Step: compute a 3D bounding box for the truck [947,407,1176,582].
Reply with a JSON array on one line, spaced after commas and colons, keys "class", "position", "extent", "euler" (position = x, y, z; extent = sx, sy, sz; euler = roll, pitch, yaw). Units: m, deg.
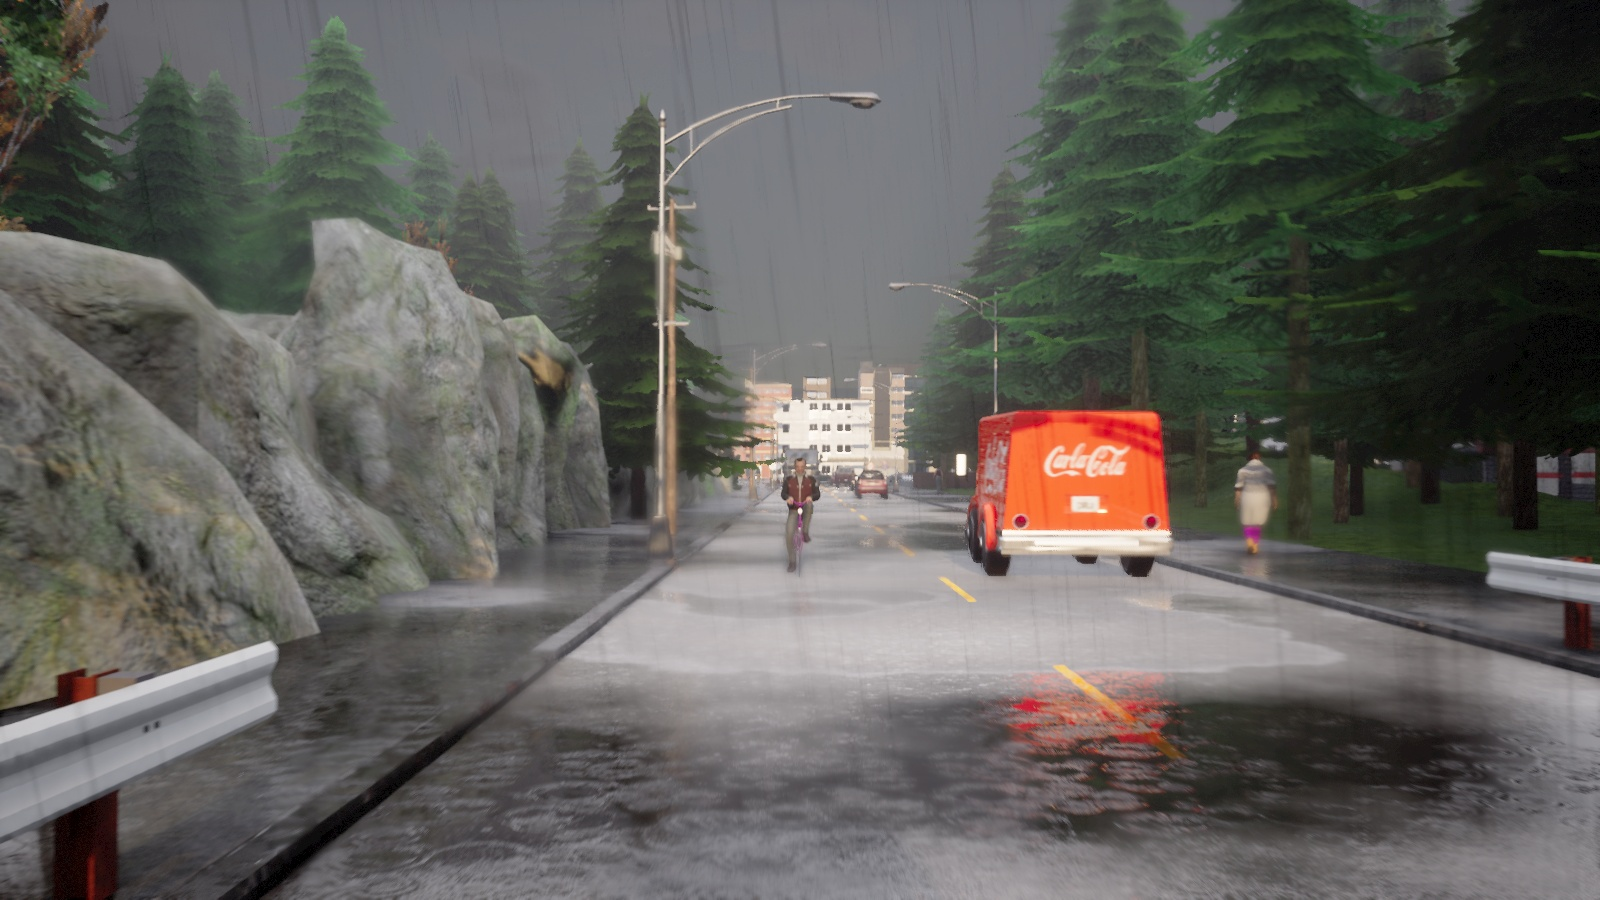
[{"class": "truck", "position": [4.008, 0.658, 20.398], "extent": [2.627, 2.467, 5.204], "euler": [0, -1, 0]}]

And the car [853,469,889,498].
[{"class": "car", "position": [4.097, 1.915, 72.527], "extent": [1.851, 1.617, 3.988], "euler": [0, -1, 0]}]

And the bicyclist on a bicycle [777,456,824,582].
[{"class": "bicyclist on a bicycle", "position": [0.006, 0.998, 18.645], "extent": [0.659, 1.776, 1.843], "euler": [0, -1, 0]}]

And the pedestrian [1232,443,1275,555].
[{"class": "pedestrian", "position": [8.095, 0.869, 22.450], "extent": [0.659, 1.952, 0.873], "euler": [-1, -1, 17]}]
